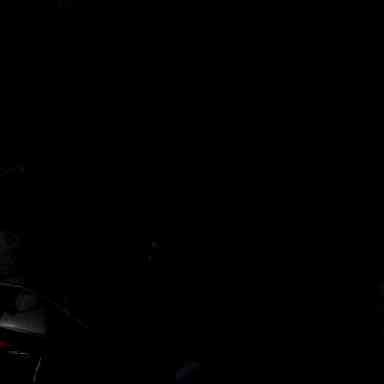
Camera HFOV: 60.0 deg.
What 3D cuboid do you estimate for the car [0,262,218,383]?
[{"bbox_3d":[-1.727,1.566,4.052,4.313,1.339,1.947,0,0,36],"label":"car"}]
